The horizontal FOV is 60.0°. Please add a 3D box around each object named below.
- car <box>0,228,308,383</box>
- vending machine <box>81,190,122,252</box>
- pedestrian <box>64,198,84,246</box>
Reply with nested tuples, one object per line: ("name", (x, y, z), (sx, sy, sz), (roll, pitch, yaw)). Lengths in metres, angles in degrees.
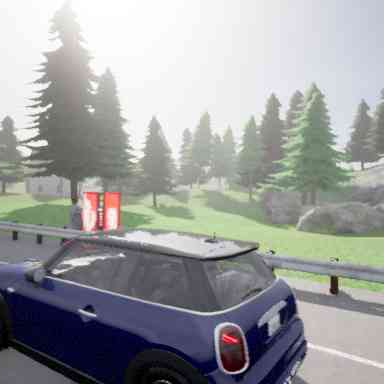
("car", (-0.936, 1.282, 4.484), (4.553, 1.767, 2.097), (1, 1, 34))
("vending machine", (-3.278, 0.990, 12.035), (0.880, 2.100, 1.100), (1, 1, 33))
("pedestrian", (-4.194, 1.074, 11.931), (0.375, 1.860, 0.375), (1, 1, 32))
